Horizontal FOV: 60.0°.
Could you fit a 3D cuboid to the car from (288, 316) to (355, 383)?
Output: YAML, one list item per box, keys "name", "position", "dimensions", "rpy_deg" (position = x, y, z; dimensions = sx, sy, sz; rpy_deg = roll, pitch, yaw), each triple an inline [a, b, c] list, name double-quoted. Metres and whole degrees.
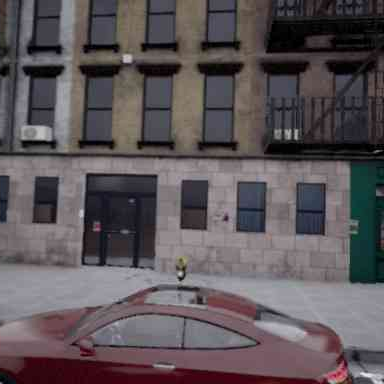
- name: "car"
  position: [3.386, 1.674, 1.580]
  dimensions: [5.366, 1.575, 1.801]
  rpy_deg: [2, -3, 7]

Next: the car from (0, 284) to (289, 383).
- name: "car"
  position: [-0.417, 1.784, 3.838]
  dimensions: [4.206, 1.307, 1.802]
  rpy_deg: [2, -3, 7]
